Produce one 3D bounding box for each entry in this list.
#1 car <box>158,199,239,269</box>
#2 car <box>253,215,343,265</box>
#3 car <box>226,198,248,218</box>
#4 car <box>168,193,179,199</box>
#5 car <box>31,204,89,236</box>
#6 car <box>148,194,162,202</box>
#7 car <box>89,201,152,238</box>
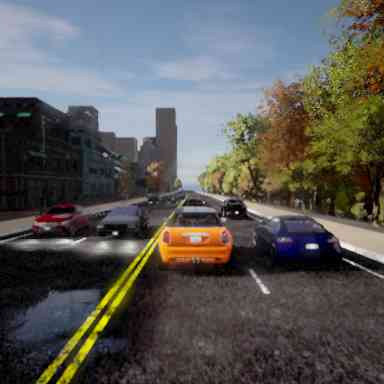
[{"bbox_3d":[0.102,1.260,10.963,2.097,1.767,4.553,0,0,0],"label":"car"},{"bbox_3d":[3.352,1.470,11.271,1.994,1.385,4.181,0,0,0],"label":"car"},{"bbox_3d":[3.359,1.278,27.316,1.837,1.490,4.892,0,0,0],"label":"car"},{"bbox_3d":[-3.271,1.001,59.090,2.128,1.511,4.902,0,1,1],"label":"car"},{"bbox_3d":[-6.594,1.380,17.464,1.812,1.442,4.674,0,0,0],"label":"car"},{"bbox_3d":[-6.521,1.074,59.005,1.994,1.385,4.181,0,1,1],"label":"car"},{"bbox_3d":[-3.345,1.404,17.182,2.033,1.411,5.357,0,0,0],"label":"car"}]
